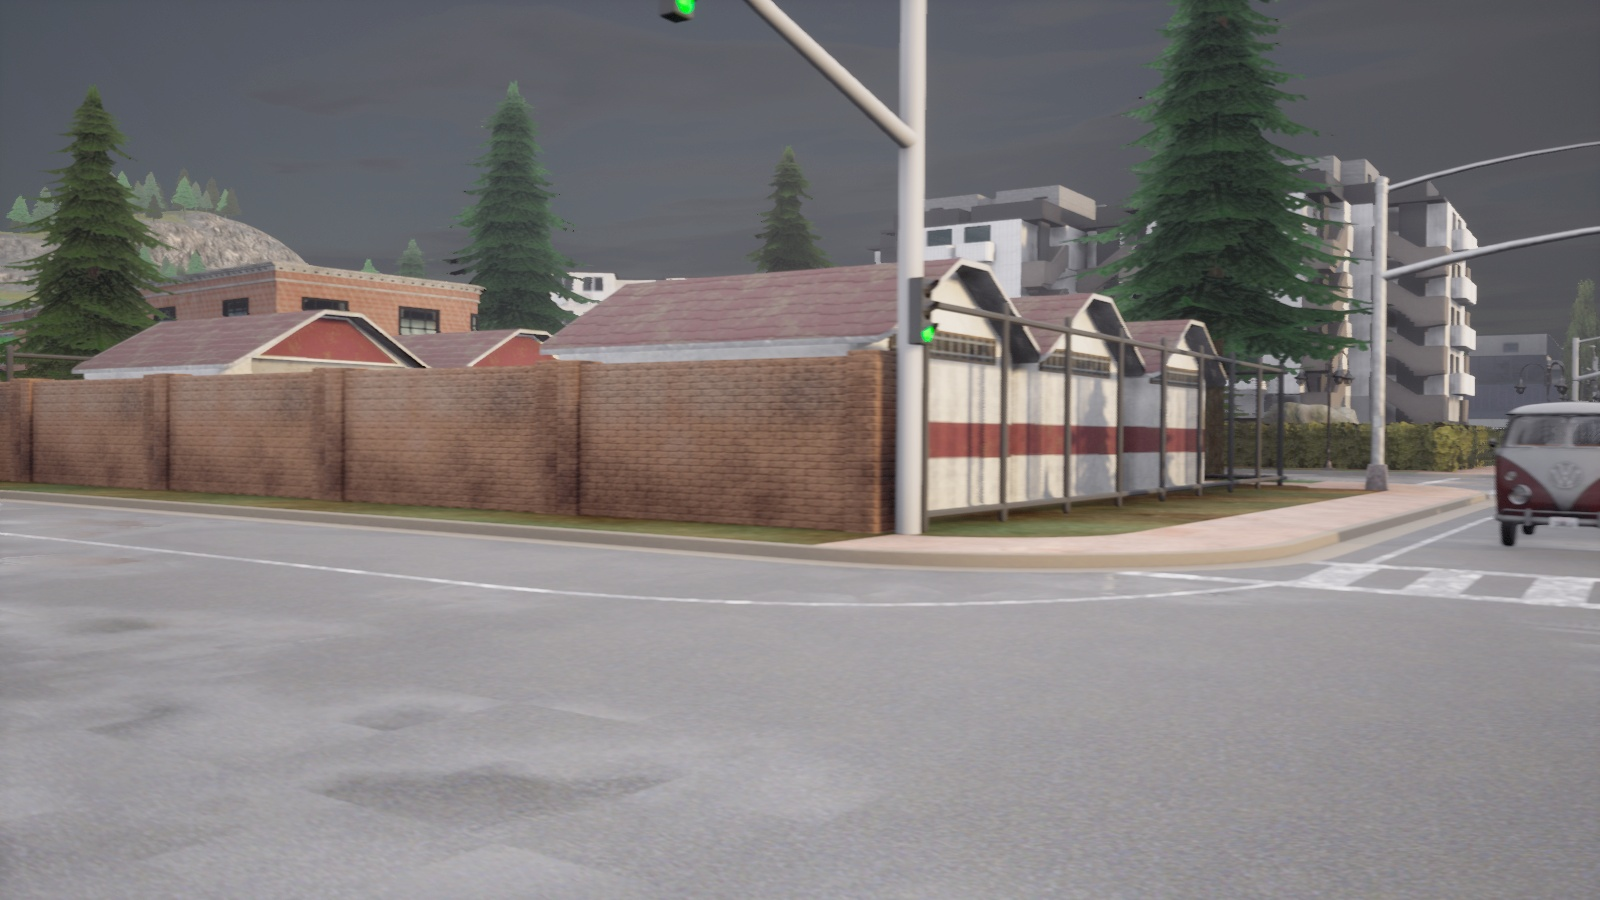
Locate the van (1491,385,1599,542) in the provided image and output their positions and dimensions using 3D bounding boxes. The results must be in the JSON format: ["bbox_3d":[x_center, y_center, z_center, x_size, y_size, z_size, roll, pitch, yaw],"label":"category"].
[{"bbox_3d":[11.173,0.138,17.954,1.775,1.987,4.442,0,1,35],"label":"van"}]
